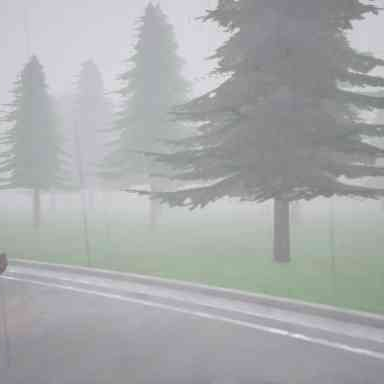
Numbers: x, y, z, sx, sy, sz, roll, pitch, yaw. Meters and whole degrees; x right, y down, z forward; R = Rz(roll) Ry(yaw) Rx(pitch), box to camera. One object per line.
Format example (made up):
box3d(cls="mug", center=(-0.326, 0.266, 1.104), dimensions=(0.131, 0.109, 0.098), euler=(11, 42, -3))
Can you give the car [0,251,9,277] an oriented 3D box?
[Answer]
box3d(cls="car", center=(-6.520, 1.546, 7.420), dimensions=(4.718, 1.301, 1.895), euler=(0, 1, 23))
